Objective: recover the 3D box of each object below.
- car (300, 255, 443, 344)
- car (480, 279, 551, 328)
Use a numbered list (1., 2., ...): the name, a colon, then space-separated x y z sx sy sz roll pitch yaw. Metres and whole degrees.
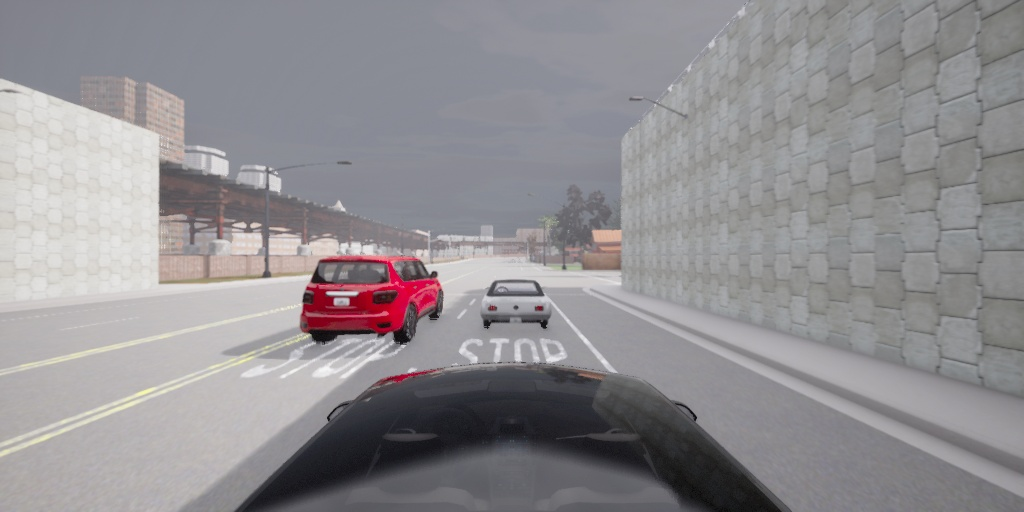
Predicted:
1. car: -3.400 1.003 9.841 2.150 2.045 5.566 0 0 0
2. car: 0.102 1.392 11.561 1.895 1.301 4.718 0 0 0
